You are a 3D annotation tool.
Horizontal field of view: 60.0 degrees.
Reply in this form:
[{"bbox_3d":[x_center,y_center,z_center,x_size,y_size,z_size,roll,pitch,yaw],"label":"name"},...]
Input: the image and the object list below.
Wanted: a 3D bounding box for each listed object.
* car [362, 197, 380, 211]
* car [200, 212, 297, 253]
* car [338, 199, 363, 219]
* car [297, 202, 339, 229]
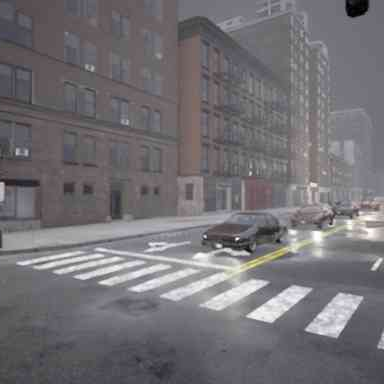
[{"bbox_3d":[22.366,1.465,42.141,2.097,1.767,4.553,0,0,36],"label":"car"},{"bbox_3d":[2.532,1.605,14.424,2.033,1.411,5.357,0,0,36],"label":"car"},{"bbox_3d":[14.083,1.591,30.637,1.837,1.490,4.892,0,0,36],"label":"car"},{"bbox_3d":[8.205,1.596,22.404,1.812,1.442,4.674,0,0,35],"label":"car"}]
